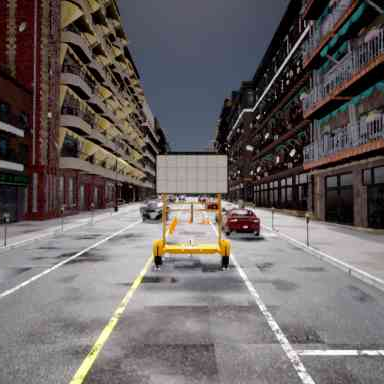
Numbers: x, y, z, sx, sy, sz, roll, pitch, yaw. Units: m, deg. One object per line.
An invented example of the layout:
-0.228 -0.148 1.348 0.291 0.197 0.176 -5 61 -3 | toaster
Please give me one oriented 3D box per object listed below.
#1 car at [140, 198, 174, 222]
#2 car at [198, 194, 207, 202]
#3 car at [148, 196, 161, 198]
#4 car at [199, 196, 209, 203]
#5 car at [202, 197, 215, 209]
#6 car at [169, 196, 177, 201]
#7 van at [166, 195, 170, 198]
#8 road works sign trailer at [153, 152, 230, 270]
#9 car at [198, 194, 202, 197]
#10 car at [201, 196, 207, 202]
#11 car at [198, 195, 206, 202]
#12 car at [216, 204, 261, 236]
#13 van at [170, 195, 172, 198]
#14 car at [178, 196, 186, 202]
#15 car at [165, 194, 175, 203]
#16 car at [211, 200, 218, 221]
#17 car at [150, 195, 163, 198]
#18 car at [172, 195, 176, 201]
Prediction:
-2.824 1.526 26.620 2.128 1.511 4.902 0 0 0 | car
2.638 1.551 84.722 2.192 1.841 5.009 1 0 0 | car
-5.256 1.594 40.376 1.752 1.417 4.829 2 0 0 | car
2.666 1.626 73.660 1.967 1.590 4.097 1 0 0 | car
2.623 1.614 40.474 1.887 1.381 4.507 1 0 0 | car
-5.209 1.830 90.320 1.947 1.339 4.313 1 0 0 | car
-5.235 1.459 57.136 1.690 1.788 3.998 2 0 0 | van
0.000 0.474 11.043 2.380 3.560 2.880 0 0 0 | road works sign trailer
2.651 1.706 68.128 1.887 1.381 4.507 1 0 0 | car
2.628 1.634 46.006 2.008 1.369 4.403 1 0 0 | car
2.645 1.684 62.598 1.887 1.381 4.507 1 0 0 | car
2.602 1.565 18.352 1.887 1.381 4.507 1 0 0 | car
-5.230 1.481 62.668 1.690 1.788 3.998 1 0 0 | van
-2.665 1.739 86.987 2.128 1.511 4.902 0 0 0 | car
-5.213 1.525 79.259 2.192 1.841 5.009 1 0 0 | car
2.608 1.555 24.054 1.752 1.417 4.829 1 0 0 | car
-5.245 1.399 46.078 2.192 1.841 5.009 2 0 0 | car
-5.219 1.501 73.729 2.192 1.841 5.009 1 0 0 | car
